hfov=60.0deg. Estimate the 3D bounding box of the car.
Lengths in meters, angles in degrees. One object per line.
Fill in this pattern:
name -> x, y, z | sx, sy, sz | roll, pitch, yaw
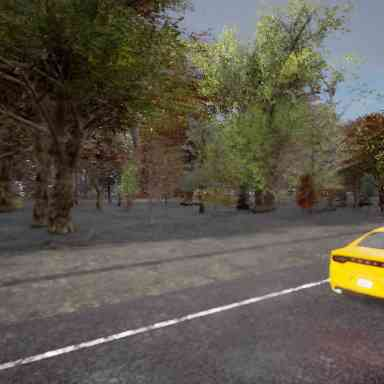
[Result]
car -> 5.115, 1.492, 7.401 | 5.008, 1.535, 1.882 | 0, 0, -36
